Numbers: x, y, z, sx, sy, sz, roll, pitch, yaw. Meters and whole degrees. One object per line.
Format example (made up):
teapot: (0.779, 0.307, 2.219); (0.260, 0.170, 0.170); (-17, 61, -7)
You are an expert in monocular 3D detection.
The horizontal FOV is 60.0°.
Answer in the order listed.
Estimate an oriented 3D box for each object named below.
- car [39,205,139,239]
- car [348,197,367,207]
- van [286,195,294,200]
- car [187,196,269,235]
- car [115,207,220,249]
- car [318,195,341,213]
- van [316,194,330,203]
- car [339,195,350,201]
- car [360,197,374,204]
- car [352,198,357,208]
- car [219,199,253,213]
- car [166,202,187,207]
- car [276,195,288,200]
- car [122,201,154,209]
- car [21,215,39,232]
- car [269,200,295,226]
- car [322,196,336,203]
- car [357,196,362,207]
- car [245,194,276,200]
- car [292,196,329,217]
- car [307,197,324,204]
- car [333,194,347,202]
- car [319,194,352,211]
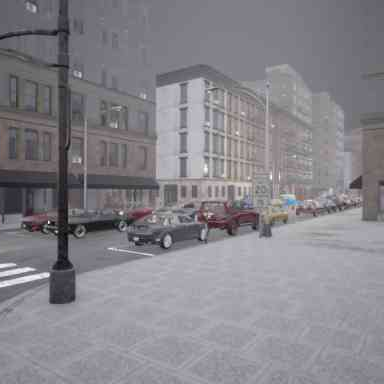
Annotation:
car: (-5.314, 1.596, 17.835); (1.895, 1.301, 4.718); (0, 0, 32)
car: (27.106, 1.593, 54.407); (2.008, 1.369, 4.403); (0, 0, 35)
van: (14.320, 1.338, 50.172); (1.690, 1.788, 3.998); (0, 0, 35)
car: (2.218, 1.340, 19.006); (2.192, 1.841, 5.009); (0, 0, 35)
car: (-0.894, 1.574, 14.581); (2.008, 1.369, 4.403); (0, 0, 35)
car: (14.662, 1.473, 36.706); (1.967, 1.590, 4.097); (0, 0, 35)
van: (26.765, 1.348, 67.873); (1.690, 1.788, 3.998); (0, 0, 35)
car: (39.210, 1.556, 85.574); (1.887, 1.381, 4.507); (0, 0, 35)
car: (33.329, 1.613, 63.258); (1.947, 1.339, 4.313); (0, 0, 35)
car: (20.884, 1.619, 45.557); (1.802, 1.307, 4.206); (0, 0, 35)
car: (4.986, 1.535, 36.897); (1.887, 1.381, 4.507); (0, 0, 35)
car: (0.447, 1.503, 26.033); (1.837, 1.490, 4.892); (0, 0, 35)
car: (11.110, 1.520, 45.608); (1.752, 1.417, 4.829); (0, 0, 35)
car: (-4.348, 1.424, 23.621); (1.967, 1.590, 4.097); (0, 0, 35)
car: (-7.459, 1.527, 19.197); (1.887, 1.381, 4.507); (0, 0, 35)
car: (5.426, 1.552, 23.571); (1.752, 1.417, 4.829); (0, 0, 35)
car: (29.876, 1.553, 72.299); (1.887, 1.381, 4.507); (0, 0, 35)
car: (23.995, 1.606, 49.982); (1.947, 1.339, 4.313); (0, 0, 35)
car: (6.421, 1.224, 34.502); (2.150, 2.045, 5.566); (0, 0, 35)
car: (11.551, 1.471, 32.281); (1.967, 1.590, 4.097); (0, 0, 35)
car: (23.653, 1.570, 63.448); (1.947, 1.339, 4.313); (0, 0, 35)
car: (36.099, 1.325, 81.149); (2.192, 1.841, 5.009); (0, 0, 35)
car: (17.774, 1.350, 41.131); (2.192, 1.841, 5.009); (0, 0, 35)
